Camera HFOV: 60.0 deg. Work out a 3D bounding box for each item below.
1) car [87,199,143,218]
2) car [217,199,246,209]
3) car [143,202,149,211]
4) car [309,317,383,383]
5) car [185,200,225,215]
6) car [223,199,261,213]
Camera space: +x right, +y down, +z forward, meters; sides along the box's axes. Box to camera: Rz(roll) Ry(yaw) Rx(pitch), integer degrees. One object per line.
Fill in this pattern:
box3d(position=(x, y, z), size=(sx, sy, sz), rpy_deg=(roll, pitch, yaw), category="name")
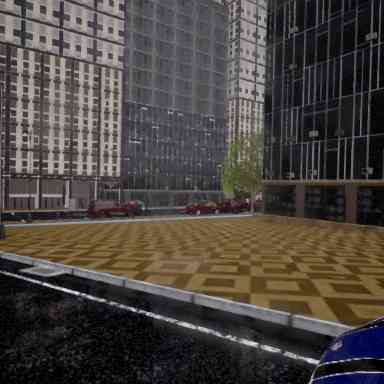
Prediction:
box3d(position=(-8.004, 1.650, 33.515), size=(5.009, 1.841, 2.192), rpy_deg=(1, 1, -34), category="car")
box3d(position=(6.236, 1.877, 52.842), size=(4.313, 1.339, 1.947), rpy_deg=(1, 1, -34), category="car")
box3d(position=(-7.789, 1.725, 43.223), size=(4.403, 1.369, 2.008), rpy_deg=(1, 1, -34), category="car")
box3d(position=(2.891, 1.352, 1.623), size=(4.553, 1.767, 2.097), rpy_deg=(0, 0, 35), category="car")
box3d(position=(1.341, 1.970, 39.931), size=(4.507, 1.381, 1.887), rpy_deg=(1, 1, -34), category="car")
box3d(position=(6.021, 1.786, 43.133), size=(5.009, 1.841, 2.192), rpy_deg=(1, 1, -34), category="car")
